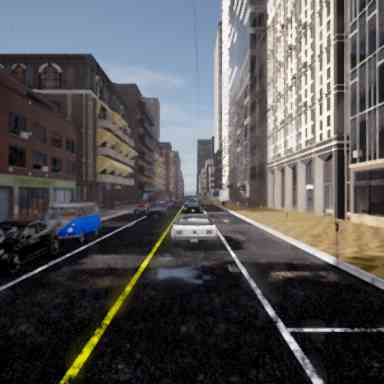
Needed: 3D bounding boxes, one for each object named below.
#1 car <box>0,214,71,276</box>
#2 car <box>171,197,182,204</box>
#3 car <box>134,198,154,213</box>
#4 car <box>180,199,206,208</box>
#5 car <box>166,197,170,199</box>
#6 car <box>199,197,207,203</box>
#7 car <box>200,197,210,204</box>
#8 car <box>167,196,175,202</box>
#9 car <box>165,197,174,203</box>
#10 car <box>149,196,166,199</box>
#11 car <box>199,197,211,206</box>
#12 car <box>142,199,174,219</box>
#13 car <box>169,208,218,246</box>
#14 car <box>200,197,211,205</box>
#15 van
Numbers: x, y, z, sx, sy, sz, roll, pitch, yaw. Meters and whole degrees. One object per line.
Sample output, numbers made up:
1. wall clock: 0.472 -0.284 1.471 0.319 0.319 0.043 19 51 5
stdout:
1. car: -5.686 1.609 10.493 1.947 1.339 4.313 0 0 0
2. car: -2.970 1.837 72.717 1.812 1.442 4.674 0 0 0
3. car: -5.674 1.743 38.735 1.802 1.307 4.206 0 0 0
4. car: 0.111 1.698 32.934 1.994 1.385 4.181 0 0 0
5. car: -5.665 1.706 61.331 1.967 1.590 4.097 0 0 0
6. car: 2.725 1.942 83.920 1.947 1.339 4.313 0 0 0
7. car: 2.719 1.870 72.624 2.008 1.369 4.403 0 0 0
8. car: -5.654 1.929 89.403 1.752 1.417 4.829 0 0 0
9. car: -5.657 1.942 83.923 1.947 1.339 4.313 0 0 0
10. car: -5.670 1.528 50.034 2.192 1.841 5.009 0 0 0
11. car: 2.715 1.792 61.497 1.752 1.417 4.829 0 0 0
12. car: -3.087 1.674 31.182 2.033 1.411 5.357 0 0 0
13. car: 0.104 1.664 15.560 1.895 1.301 4.718 0 0 0
14. car: 2.718 1.733 66.975 1.967 1.590 4.097 0 0 0
15. van: -5.683 1.407 16.143 1.690 1.788 3.998 0 0 0
